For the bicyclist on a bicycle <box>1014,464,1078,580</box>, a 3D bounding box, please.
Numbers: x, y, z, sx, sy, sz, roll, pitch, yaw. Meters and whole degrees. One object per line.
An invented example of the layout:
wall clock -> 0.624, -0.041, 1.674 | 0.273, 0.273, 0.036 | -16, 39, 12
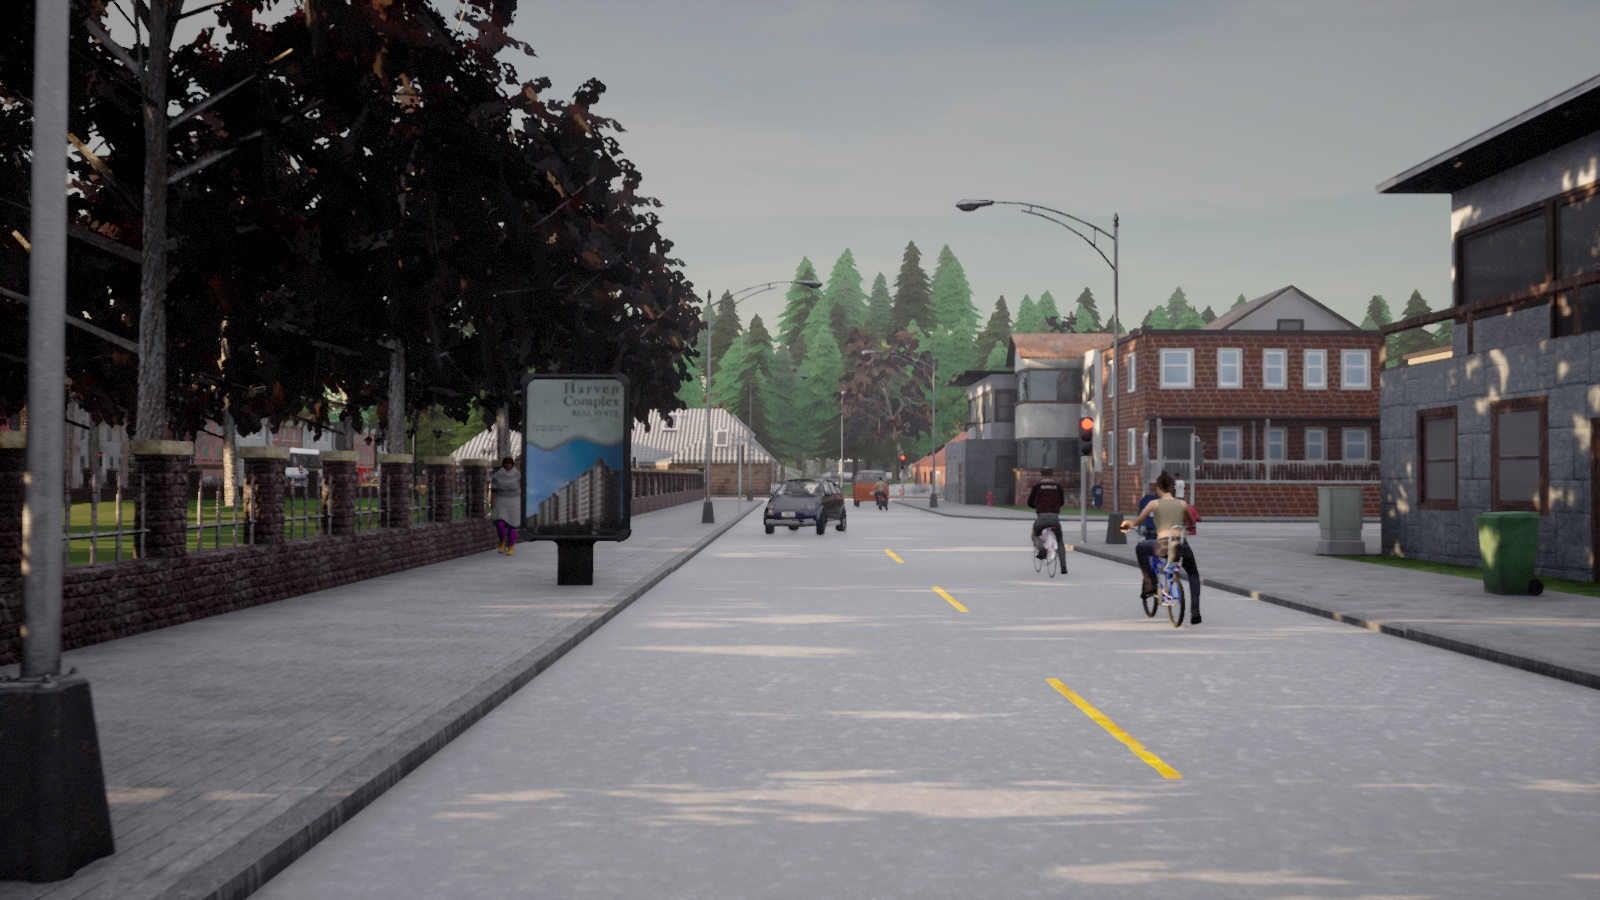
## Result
bicyclist on a bicycle -> 3.942, 1.122, 20.271 | 0.659, 1.776, 1.843 | 0, -1, 0

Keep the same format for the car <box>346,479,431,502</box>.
car -> -28.898, 2.814, 88.359 | 5.366, 1.575, 1.801 | 0, -1, -2

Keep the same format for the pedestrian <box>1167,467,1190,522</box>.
pedestrian -> 12.711, 1.486, 42.171 | 0.354, 1.836, 0.706 | 0, -1, -22

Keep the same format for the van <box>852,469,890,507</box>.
van -> 3.828, 2.061, 68.480 | 1.775, 1.987, 4.442 | 0, -1, 0

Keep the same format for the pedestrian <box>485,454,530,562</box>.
pedestrian -> -5.410, 1.064, 23.254 | 0.659, 1.952, 0.873 | 0, -1, -1

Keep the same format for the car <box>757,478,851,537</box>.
car -> 0.168, 1.576, 35.388 | 1.789, 1.549, 3.705 | -1, -1, 14

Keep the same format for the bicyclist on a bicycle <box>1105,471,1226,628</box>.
bicyclist on a bicycle -> 3.965, 1.045, 13.745 | 0.866, 1.612, 1.509 | 0, -1, 0
